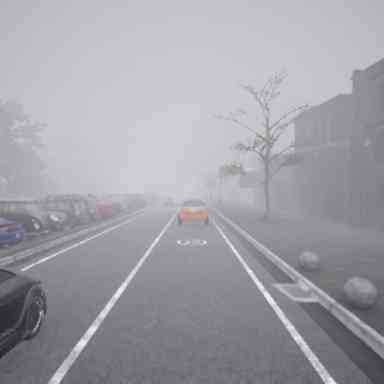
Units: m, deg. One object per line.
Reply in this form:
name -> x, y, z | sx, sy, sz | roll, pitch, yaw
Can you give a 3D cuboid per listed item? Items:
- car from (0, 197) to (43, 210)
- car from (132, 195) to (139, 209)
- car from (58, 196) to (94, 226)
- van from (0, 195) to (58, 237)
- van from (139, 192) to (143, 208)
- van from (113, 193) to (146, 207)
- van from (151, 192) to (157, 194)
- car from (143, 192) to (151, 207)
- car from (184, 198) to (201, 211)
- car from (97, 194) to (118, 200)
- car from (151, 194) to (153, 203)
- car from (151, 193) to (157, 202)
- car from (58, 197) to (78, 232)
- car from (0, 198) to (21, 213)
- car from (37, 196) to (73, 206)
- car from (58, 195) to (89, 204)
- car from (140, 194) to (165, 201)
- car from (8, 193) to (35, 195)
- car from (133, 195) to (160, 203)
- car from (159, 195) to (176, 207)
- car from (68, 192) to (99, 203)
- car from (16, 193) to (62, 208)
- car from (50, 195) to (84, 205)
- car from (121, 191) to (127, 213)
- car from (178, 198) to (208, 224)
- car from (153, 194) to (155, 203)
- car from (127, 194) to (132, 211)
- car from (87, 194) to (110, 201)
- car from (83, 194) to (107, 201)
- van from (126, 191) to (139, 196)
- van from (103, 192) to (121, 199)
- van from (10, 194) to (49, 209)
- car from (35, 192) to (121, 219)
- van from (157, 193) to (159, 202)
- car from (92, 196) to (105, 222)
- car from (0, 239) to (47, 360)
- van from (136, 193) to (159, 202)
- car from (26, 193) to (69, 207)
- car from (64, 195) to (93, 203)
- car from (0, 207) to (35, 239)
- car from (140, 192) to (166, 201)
car -> -22.208, 1.445, 42.568 | 5.366, 1.575, 1.946 | 0, 0, 0
car -> -8.929, 1.451, 37.516 | 4.892, 1.521, 2.231 | 0, 0, 0
car -> -8.880, 1.333, 20.696 | 4.553, 1.767, 2.185 | 0, 0, 0
van -> -8.786, 1.236, 15.090 | 4.442, 1.987, 1.878 | 0, 0, 0
van -> -9.060, 1.221, 43.123 | 4.442, 1.987, 1.878 | 0, 0, 0
van -> -9.068, 1.218, 48.727 | 4.442, 1.987, 1.878 | 0, 0, 0
van -> -9.084, 1.171, 59.948 | 4.442, 1.987, 1.878 | 0, 0, 0
car -> -8.919, 1.194, 45.927 | 5.566, 2.045, 2.435 | 0, 0, 0
car -> 0.096, 1.502, 42.194 | 2.033, 1.411, 5.357 | 0, 0, 0
car -> -22.057, 1.206, 86.985 | 4.792, 1.488, 2.163 | 0, 0, 0
car -> -8.962, 1.437, 51.536 | 4.892, 1.521, 2.231 | 0, 0, 0
car -> -8.993, 1.445, 57.147 | 4.792, 1.488, 2.163 | 0, 0, 0
car -> -8.938, 1.335, 17.893 | 4.553, 1.767, 2.185 | 0, 0, 0
car -> -21.985, 1.480, 37.017 | 4.792, 1.488, 2.163 | 0, 0, 0
car -> -22.067, 1.459, 53.671 | 4.792, 1.488, 2.163 | 0, 0, 0
car -> -22.045, 1.384, 62.003 | 5.008, 1.535, 2.097 | 0, 0, 0
car -> -8.802, 1.283, 73.968 | 5.366, 1.575, 1.946 | 0, 0, 0
car -> -22.047, 1.198, 39.792 | 5.566, 2.045, 2.435 | 0, 0, 0
car -> -8.970, 1.356, 65.558 | 5.008, 1.535, 2.097 | 0, 0, 0
car -> -3.331, 1.441, 48.777 | 1.837, 1.490, 4.892 | 0, 0, 0
car -> -22.029, 1.088, 67.554 | 5.566, 2.045, 2.435 | 0, 0, 0
car -> -22.059, 1.193, 48.119 | 5.566, 2.045, 2.435 | 0, 0, 0
car -> -22.231, 1.399, 59.226 | 5.366, 1.575, 1.946 | 0, 0, 0
car -> -8.895, 1.203, 29.106 | 5.566, 2.045, 2.435 | 0, 0, 0
car -> 0.097, 1.334, 24.918 | 2.097, 1.767, 4.553 | 0, 0, 0
car -> -8.957, 1.467, 54.339 | 4.674, 1.452, 2.002 | 0, 0, 0
car -> -8.962, 1.326, 34.713 | 4.553, 1.767, 2.185 | 0, 0, 0
car -> -22.103, 1.276, 78.658 | 4.792, 1.488, 2.163 | 0, 0, 0
car -> -22.076, 1.271, 75.883 | 4.892, 1.521, 2.231 | 0, 0, 0
van -> -9.056, 1.223, 40.319 | 4.442, 1.987, 1.878 | 0, 0, 0
van -> -22.210, 0.904, 92.533 | 4.442, 1.987, 1.878 | 0, 0, 0
van -> -22.143, 1.220, 45.343 | 4.442, 1.987, 1.878 | 0, 0, 0
car -> -8.891, 1.205, 26.303 | 5.566, 2.045, 2.435 | 0, 0, 0
van -> -8.855, 1.153, 62.750 | 4.442, 1.987, 1.878 | 0, 0, 0
car -> -8.884, 1.332, 23.500 | 4.553, 1.767, 2.185 | 0, 0, 0
car -> -3.351, 1.560, 3.736 | 1.994, 1.385, 4.181 | 0, 0, 0
van -> -9.096, 1.107, 68.360 | 4.442, 1.987, 1.878 | 0, 0, 0
car -> -22.006, 1.187, 50.896 | 5.566, 2.045, 2.435 | 0, 0, 0
car -> -22.048, 1.364, 64.781 | 4.892, 1.521, 2.231 | 0, 0, 0
car -> -8.894, 1.463, 12.287 | 5.008, 1.535, 2.097 | 0, 0, 0
car -> -8.963, 1.011, 76.769 | 5.566, 2.045, 2.435 | 0, 0, 0
